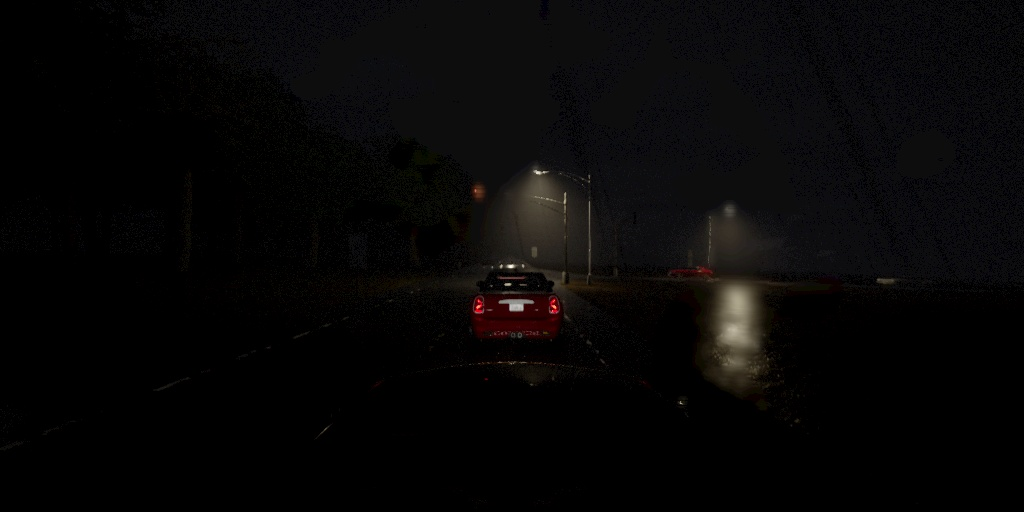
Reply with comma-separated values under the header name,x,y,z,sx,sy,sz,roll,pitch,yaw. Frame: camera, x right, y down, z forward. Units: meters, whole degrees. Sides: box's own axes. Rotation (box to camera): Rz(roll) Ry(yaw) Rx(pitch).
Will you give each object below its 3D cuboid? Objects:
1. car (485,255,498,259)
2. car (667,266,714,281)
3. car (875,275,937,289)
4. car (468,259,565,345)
name,x,y,z,sx,sy,sz,roll,pitch,yaw
car,-3.657,0.890,56.785,1.994,1.385,4.181,0,1,0
car,19.093,1.818,38.364,4.674,1.442,1.812,2,0,0
car,42.118,2.737,38.400,4.718,1.301,1.895,2,0,0
car,0.089,1.081,9.557,2.097,1.767,4.553,0,0,0
